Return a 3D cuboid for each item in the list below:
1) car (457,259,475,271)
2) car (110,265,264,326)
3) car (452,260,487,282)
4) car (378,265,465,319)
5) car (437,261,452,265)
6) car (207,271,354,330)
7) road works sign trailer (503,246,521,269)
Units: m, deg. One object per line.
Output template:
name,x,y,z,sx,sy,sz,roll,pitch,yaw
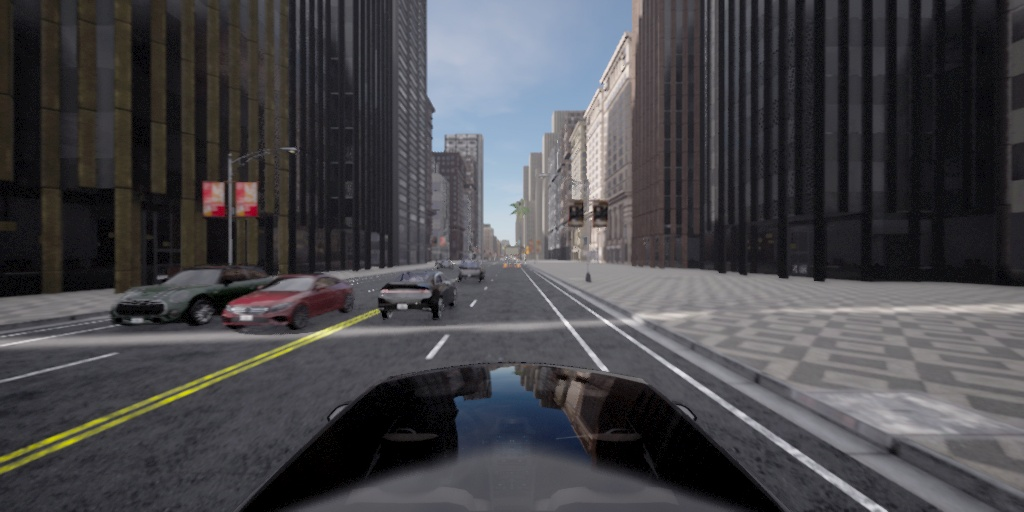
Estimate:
car,-6.590,1.268,51.750,1.882,1.535,5.008,0,0,0
car,-9.854,1.105,11.668,2.097,1.767,4.553,0,0,0
car,-3.160,1.257,29.001,2.128,1.511,4.902,0,0,0
car,-3.154,1.245,12.752,2.128,1.511,4.902,0,0,0
car,-9.834,1.356,52.978,1.994,1.385,4.181,0,0,0
car,-6.604,1.279,11.245,1.812,1.442,4.674,0,0,0
road works sign trailer,-0.022,0.261,56.210,2.380,3.560,2.880,0,0,0
